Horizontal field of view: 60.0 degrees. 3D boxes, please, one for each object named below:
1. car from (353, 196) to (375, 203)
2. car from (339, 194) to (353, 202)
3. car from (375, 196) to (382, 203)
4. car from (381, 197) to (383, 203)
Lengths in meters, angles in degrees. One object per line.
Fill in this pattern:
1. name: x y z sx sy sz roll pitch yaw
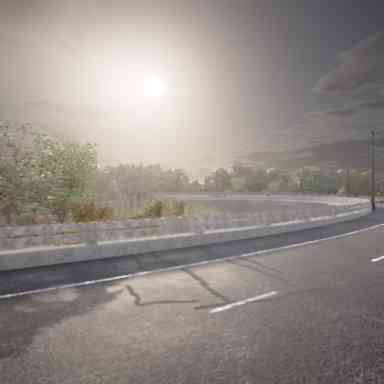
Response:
1. car: 39.472 1.846 76.585 1.895 1.301 4.718 0 0 7
2. car: 40.441 1.611 85.509 1.882 1.535 5.008 0 0 1
3. car: 42.841 1.832 75.393 1.895 1.301 4.718 0 0 7
4. car: 34.739 1.681 57.465 1.837 1.490 4.892 0 0 19
